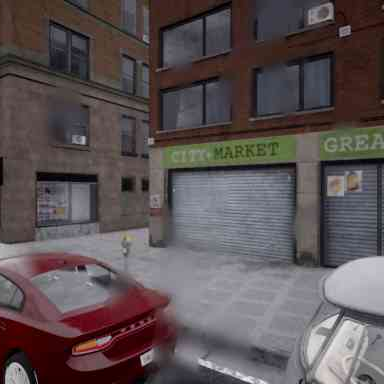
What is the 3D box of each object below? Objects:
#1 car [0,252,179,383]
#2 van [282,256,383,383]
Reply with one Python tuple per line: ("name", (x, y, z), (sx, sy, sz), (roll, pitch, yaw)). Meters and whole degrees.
("car", (-2.259, 1.544, 4.682), (4.507, 1.381, 1.887), (0, 0, 35))
("van", (2.353, 1.341, 1.400), (3.998, 1.788, 1.690), (0, 0, 35))
